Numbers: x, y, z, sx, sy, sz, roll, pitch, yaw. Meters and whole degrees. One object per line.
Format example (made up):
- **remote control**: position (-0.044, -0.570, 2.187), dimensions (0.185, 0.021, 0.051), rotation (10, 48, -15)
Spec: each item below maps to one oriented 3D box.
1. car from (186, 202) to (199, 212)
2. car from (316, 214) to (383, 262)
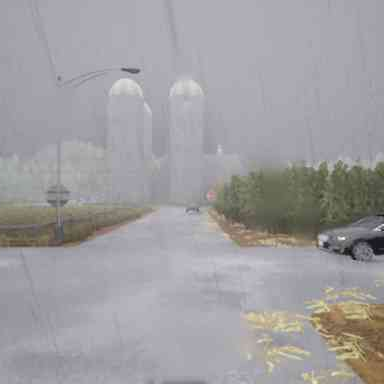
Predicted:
- **car**: position (0.093, 2.088, 46.500), dimensions (2.033, 1.411, 5.357), rotation (0, 0, 0)
- **car**: position (6.922, 1.525, 11.656), dimensions (4.902, 1.511, 2.128), rotation (0, 0, -3)
